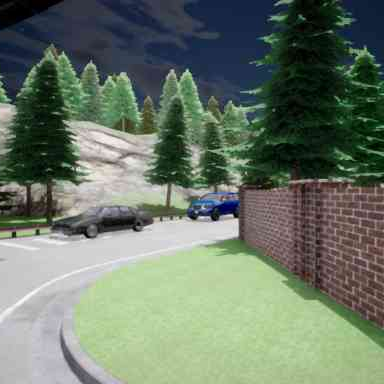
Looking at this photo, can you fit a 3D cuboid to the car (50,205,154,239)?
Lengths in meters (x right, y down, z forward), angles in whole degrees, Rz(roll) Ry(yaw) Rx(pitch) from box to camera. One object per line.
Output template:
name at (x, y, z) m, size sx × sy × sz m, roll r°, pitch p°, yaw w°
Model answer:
car at (-4.191, 1.368, 16.581) m, size 2.033 × 1.411 × 5.357 m, roll 0°, pitch 0°, yaw 35°

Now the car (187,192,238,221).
car at (1.904, 1.042, 25.396) m, size 2.150 × 2.045 × 5.566 m, roll 0°, pitch 0°, yaw 35°
